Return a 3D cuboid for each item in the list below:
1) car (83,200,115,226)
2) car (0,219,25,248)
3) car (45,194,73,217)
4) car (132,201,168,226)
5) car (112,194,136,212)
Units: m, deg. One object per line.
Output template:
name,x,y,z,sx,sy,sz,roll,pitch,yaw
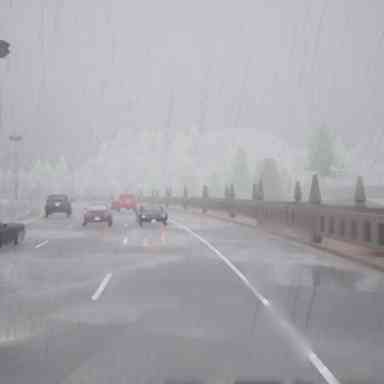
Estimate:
car,-6.531,1.508,23.228,1.812,1.442,4.674,0,0,-14
car,-7.968,1.604,12.480,1.895,1.301,4.718,0,0,-8
car,-12.548,1.231,31.402,2.150,2.045,5.566,0,0,-19
car,-2.972,1.564,23.518,1.895,1.301,4.718,0,0,-13
car,-8.169,1.198,39.441,2.150,2.045,5.566,0,0,-22
